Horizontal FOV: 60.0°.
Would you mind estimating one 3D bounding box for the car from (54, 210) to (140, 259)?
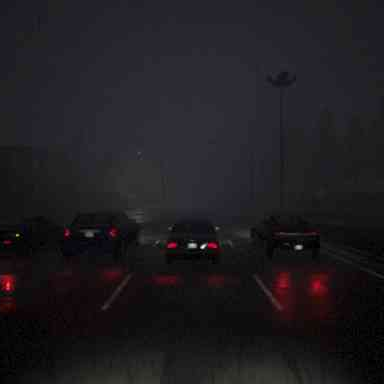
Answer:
[{"bbox_3d":[-3.434,1.490,13.377,2.097,1.767,4.553,0,-1,1],"label":"car"}]

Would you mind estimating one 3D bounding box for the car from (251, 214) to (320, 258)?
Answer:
[{"bbox_3d":[3.566,1.632,13.399,2.128,1.511,4.902,0,0,1],"label":"car"}]

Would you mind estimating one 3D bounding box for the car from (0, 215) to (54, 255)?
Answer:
[{"bbox_3d":[-6.926,1.670,13.884,1.812,1.442,4.674,0,0,1],"label":"car"}]

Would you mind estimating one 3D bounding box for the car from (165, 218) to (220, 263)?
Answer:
[{"bbox_3d":[0.046,1.677,12.466,2.033,1.411,5.357,0,-1,1],"label":"car"}]
